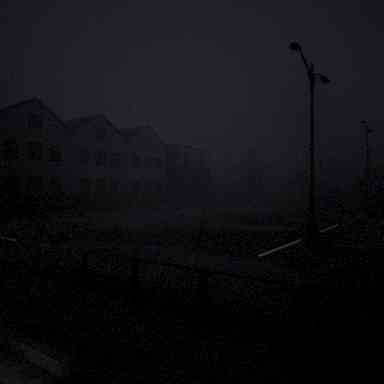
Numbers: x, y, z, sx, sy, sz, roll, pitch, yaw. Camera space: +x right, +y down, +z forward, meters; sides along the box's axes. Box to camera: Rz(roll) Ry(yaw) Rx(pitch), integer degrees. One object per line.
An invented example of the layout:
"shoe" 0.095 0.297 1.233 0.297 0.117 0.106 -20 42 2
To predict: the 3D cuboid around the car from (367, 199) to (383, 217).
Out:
"car" 15.411 1.298 26.818 2.007 1.523 4.514 0 0 35
